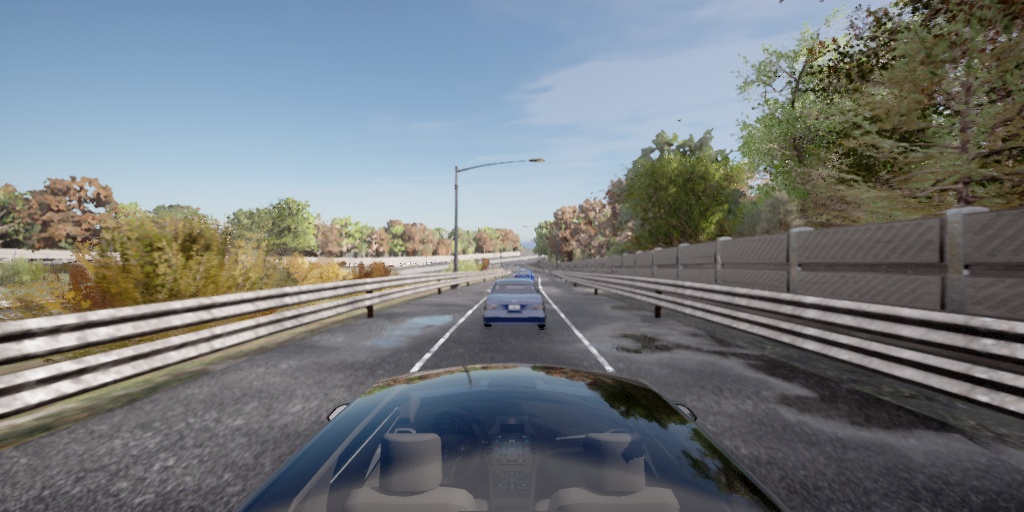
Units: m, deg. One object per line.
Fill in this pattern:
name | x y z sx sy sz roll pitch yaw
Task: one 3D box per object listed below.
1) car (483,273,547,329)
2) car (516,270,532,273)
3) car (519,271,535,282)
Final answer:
car | 0.102 1.440 11.839 2.033 1.411 5.357 0 -1 1
car | 1.215 2.184 36.286 1.882 1.535 5.008 0 -2 4
car | 1.982 2.638 46.860 1.994 1.385 4.181 0 -2 4
